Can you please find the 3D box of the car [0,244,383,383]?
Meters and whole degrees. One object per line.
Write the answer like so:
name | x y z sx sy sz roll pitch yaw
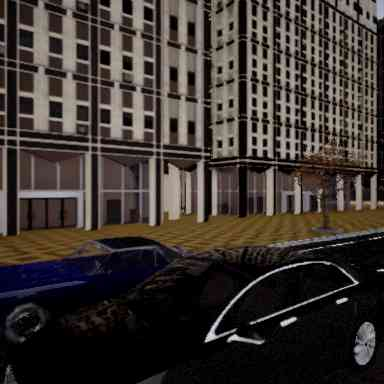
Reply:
car | 0.504 1.504 4.057 4.892 1.490 1.837 0 0 -36

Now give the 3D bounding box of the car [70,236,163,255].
car | -1.690 1.602 6.472 4.718 1.301 1.895 0 0 -36
